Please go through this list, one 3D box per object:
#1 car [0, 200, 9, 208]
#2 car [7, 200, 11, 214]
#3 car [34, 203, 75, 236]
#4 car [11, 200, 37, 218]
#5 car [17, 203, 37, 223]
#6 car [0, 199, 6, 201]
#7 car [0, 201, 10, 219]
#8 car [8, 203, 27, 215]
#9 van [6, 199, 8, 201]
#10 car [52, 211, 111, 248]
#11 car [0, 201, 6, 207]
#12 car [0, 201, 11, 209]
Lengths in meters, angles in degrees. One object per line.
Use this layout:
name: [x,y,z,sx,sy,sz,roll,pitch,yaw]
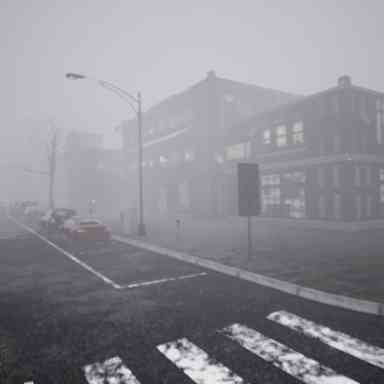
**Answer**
car: [-40.640,2.542,71.638,1.967,1.590,4.097,0,-1,-32]
car: [-19.873,1.883,38.840,2.192,1.841,5.009,0,-1,-32]
car: [-8.007,1.680,20.094,1.967,1.590,4.097,0,-1,-32]
car: [-16.906,1.803,34.152,2.192,1.841,5.009,0,-1,-32]
car: [-13.939,1.957,29.463,2.008,1.369,4.403,0,-1,-32]
car: [-26.287,1.919,43.914,2.150,2.045,5.566,0,-1,-32]
car: [-20.878,2.059,35.472,1.837,1.490,4.892,0,-1,-32]
car: [-22.931,2.175,43.667,1.752,1.417,4.829,0,-1,-32]
van: [-34.707,2.294,62.268,1.690,1.788,3.998,0,-1,-32]
car: [-5.039,1.737,15.405,1.802,1.307,4.206,0,-1,-32]
car: [-46.574,2.792,81.008,1.887,1.381,4.507,0,-1,-32]
car: [-37.673,2.594,66.951,1.947,1.339,4.313,0,-1,-32]
